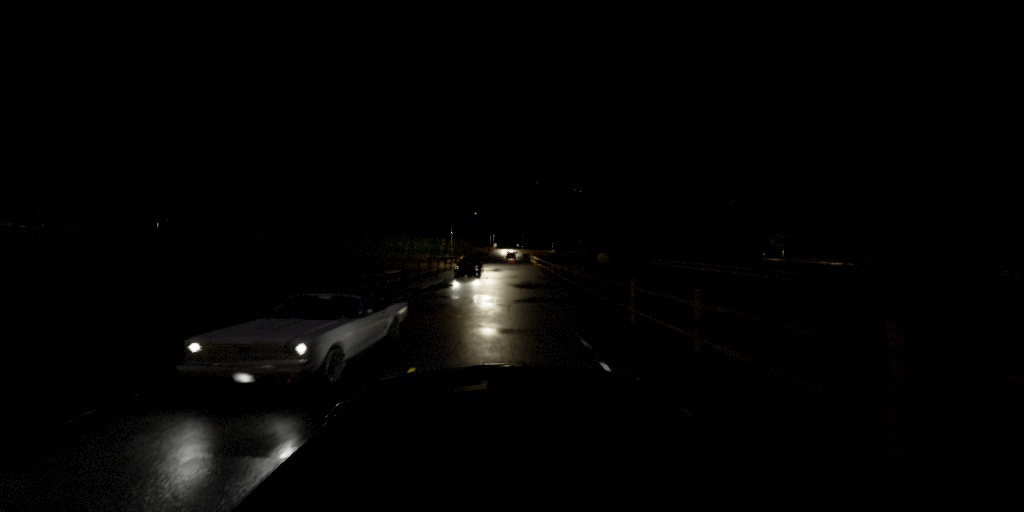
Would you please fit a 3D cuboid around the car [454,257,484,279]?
[{"bbox_3d":[-3.561,0.906,30.176,2.097,1.767,4.553,1,1,0],"label":"car"}]

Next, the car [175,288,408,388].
[{"bbox_3d":[-3.603,1.348,7.021,1.895,1.301,4.718,1,0,0],"label":"car"}]
